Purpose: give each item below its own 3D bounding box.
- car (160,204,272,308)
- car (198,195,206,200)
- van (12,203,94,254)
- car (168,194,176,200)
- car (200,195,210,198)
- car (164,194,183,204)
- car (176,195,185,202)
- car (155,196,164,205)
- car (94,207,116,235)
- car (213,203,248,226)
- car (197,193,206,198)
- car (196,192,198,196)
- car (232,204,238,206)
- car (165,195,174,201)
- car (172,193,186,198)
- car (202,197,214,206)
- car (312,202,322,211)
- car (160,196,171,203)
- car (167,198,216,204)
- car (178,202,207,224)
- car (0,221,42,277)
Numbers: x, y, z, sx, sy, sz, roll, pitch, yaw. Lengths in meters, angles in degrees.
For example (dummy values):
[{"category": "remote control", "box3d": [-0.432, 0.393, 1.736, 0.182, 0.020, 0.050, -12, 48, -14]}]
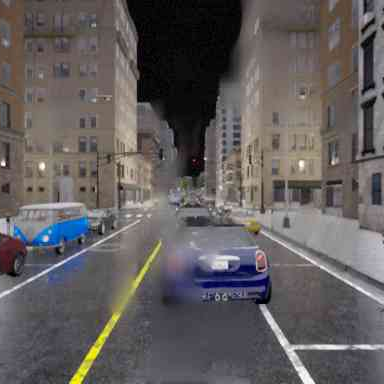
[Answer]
[{"category": "car", "box3d": [0.315, 1.348, 8.168, 2.097, 1.767, 4.553, 0, 0, -5]}, {"category": "car", "box3d": [2.703, 1.510, 90.512, 1.947, 1.339, 4.313, 0, 0, 0]}, {"category": "van", "box3d": [-5.383, 1.334, 13.056, 1.690, 1.788, 3.998, 0, 0, 0]}, {"category": "car", "box3d": [-5.322, 1.385, 90.513, 1.967, 1.590, 4.097, 0, 0, 0]}, {"category": "car", "box3d": [2.673, 1.524, 50.740, 2.008, 1.369, 4.403, 0, 0, 0]}, {"category": "car", "box3d": [-2.806, 1.451, 50.607, 1.882, 1.535, 5.008, 0, 0, 0]}, {"category": "car", "box3d": [-2.693, 1.478, 78.535, 1.812, 1.442, 4.674, 0, 0, 0]}, {"category": "car", "box3d": [-5.348, 1.495, 56.256, 1.752, 1.417, 4.829, 0, 0, 0]}, {"category": "car", "box3d": [-5.378, 1.541, 18.463, 2.008, 1.369, 4.403, 0, 0, 0]}, {"category": "car", "box3d": [2.656, 1.538, 23.864, 2.008, 1.369, 4.403, 0, 0, 0]}, {"category": "car", "box3d": [2.690, 1.398, 73.467, 1.967, 1.590, 4.097, 0, 0, 0]}, {"category": "car", "box3d": [2.699, 1.264, 84.830, 2.192, 1.841, 5.009, 0, 0, 0]}, {"category": "car", "box3d": [2.657, 1.515, 18.628, 1.752, 1.417, 4.829, 0, 0, 0]}, {"category": "car", "box3d": [-5.330, 1.504, 79.151, 2.008, 1.369, 4.403, 0, 0, 0]}, {"category": "car", "box3d": [-2.706, 1.185, 68.367, 2.150, 2.045, 5.566, 0, 0, 0]}, {"category": "car", "box3d": [2.678, 1.552, 56.421, 1.802, 1.307, 4.206, 0, 0, 0]}, {"category": "car", "box3d": [16.360, 1.406, 38.498, 4.674, 1.442, 1.812, 0, 0, 0]}, {"category": "car", "box3d": [-5.339, 1.528, 67.788, 1.947, 1.339, 4.313, 0, 0, 0]}, {"category": "car", "box3d": [0.088, 1.344, 15.541, 2.097, 1.767, 4.553, 0, 0, 0]}, {"category": "car", "box3d": [0.036, 1.551, 25.203, 1.994, 1.385, 4.181, 0, 0, 0]}, {"category": "car", "box3d": [-5.388, 1.578, 7.650, 1.802, 1.307, 4.206, 0, 0, 0]}]
